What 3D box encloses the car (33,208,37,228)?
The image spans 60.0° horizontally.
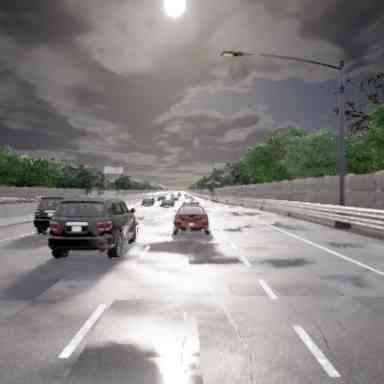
[{"bbox_3d":[-7.037,1.219,19.235,2.150,2.045,5.566,0,0,0],"label":"car"}]

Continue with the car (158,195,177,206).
[{"bbox_3d":[-3.782,1.567,52.725,1.994,1.385,4.181,0,0,-1],"label":"car"}]

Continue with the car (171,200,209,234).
[{"bbox_3d":[-0.038,1.472,19.127,1.882,1.535,5.008,0,0,0],"label":"car"}]

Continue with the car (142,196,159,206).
[{"bbox_3d":[-7.328,1.502,56.770,2.128,1.511,4.902,0,0,-1],"label":"car"}]

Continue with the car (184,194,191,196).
[{"bbox_3d":[-0.534,1.593,72.728,1.994,1.385,4.181,0,0,-1],"label":"car"}]

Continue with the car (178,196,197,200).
[{"bbox_3d":[-0.131,1.480,35.909,2.128,1.511,4.902,0,0,0],"label":"car"}]

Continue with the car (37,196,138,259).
[{"bbox_3d":[-3.516,1.221,12.803,2.150,2.045,5.566,0,0,0],"label":"car"}]

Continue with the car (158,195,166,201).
[{"bbox_3d":[-7.756,1.553,86.413,1.882,1.535,5.008,0,0,-1],"label":"car"}]

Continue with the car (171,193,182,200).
[{"bbox_3d":[-4.186,1.660,82.389,1.895,1.301,4.718,0,0,-1],"label":"car"}]
